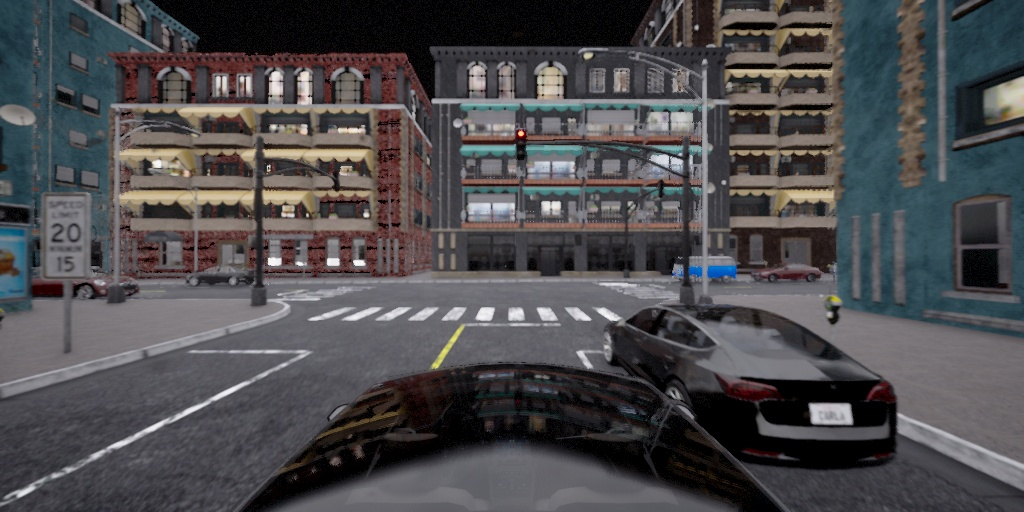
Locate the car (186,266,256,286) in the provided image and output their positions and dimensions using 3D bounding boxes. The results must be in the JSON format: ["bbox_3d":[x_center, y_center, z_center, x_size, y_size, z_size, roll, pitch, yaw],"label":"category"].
[{"bbox_3d":[-19.698,1.326,24.501,4.403,1.370,2.007,0,0,0],"label":"car"}]

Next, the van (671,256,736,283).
[{"bbox_3d":[13.087,0.908,24.545,3.998,1.789,1.690,0,0,0],"label":"van"}]

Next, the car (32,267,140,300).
[{"bbox_3d":[-19.654,1.175,16.362,4.097,1.591,1.967,0,0,0],"label":"car"}]

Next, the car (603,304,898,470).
[{"bbox_3d":[2.566,1.297,4.975,1.948,1.339,4.313,0,0,0],"label":"car"}]

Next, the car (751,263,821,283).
[{"bbox_3d":[18.728,1.115,24.575,4.207,1.307,1.802,0,0,0],"label":"car"}]

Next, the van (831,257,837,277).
[{"bbox_3d":[24.368,0.839,24.605,3.998,1.789,1.690,0,0,0],"label":"van"}]
